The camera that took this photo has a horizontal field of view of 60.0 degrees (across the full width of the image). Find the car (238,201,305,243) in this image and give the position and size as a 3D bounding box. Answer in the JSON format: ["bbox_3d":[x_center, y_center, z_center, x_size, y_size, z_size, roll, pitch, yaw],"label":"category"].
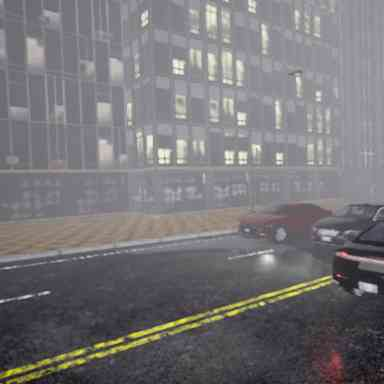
[{"bbox_3d":[4.216,1.174,14.622,5.008,1.535,1.882,-2,1,-35],"label":"car"}]

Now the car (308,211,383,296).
[{"bbox_3d":[4.879,1.291,6.884,4.902,1.511,2.128,-2,1,-35],"label":"car"}]

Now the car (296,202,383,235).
[{"bbox_3d":[6.328,1.181,12.134,4.902,1.511,2.128,-2,1,-35],"label":"car"}]
